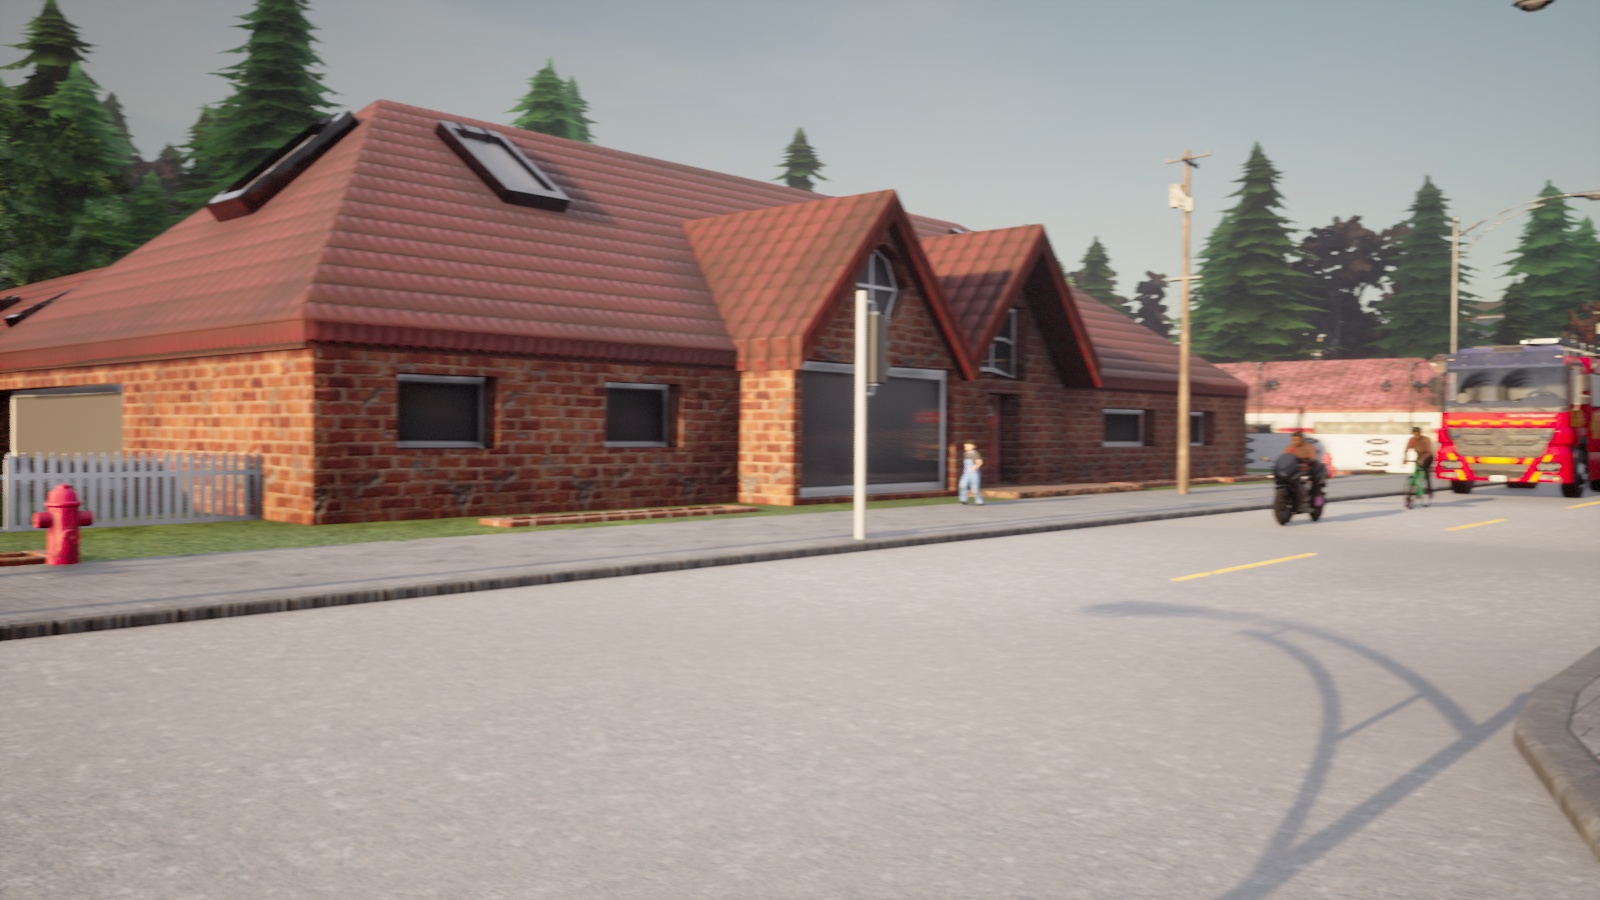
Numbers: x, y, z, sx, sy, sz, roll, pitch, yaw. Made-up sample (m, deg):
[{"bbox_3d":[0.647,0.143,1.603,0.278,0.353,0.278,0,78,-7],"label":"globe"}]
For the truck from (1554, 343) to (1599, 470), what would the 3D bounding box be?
[{"bbox_3d":[27.209,-1.392,40.892,2.891,3.827,8.468,0,1,43],"label":"truck"}]

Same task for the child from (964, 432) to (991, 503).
[{"bbox_3d":[3.225,0.313,22.822,0.437,1.263,0.270,-2,1,-44],"label":"child"}]

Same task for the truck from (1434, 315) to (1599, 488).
[{"bbox_3d":[19.015,-1.160,32.009,2.891,3.827,8.468,0,1,43],"label":"truck"}]

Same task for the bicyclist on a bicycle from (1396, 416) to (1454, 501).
[{"bbox_3d":[12.335,0.147,24.771,0.582,1.620,1.656,0,2,43],"label":"bicyclist on a bicycle"}]

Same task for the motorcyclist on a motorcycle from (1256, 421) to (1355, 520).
[{"bbox_3d":[8.178,0.294,20.265,0.797,1.523,2.044,0,1,43],"label":"motorcyclist on a motorcycle"}]
